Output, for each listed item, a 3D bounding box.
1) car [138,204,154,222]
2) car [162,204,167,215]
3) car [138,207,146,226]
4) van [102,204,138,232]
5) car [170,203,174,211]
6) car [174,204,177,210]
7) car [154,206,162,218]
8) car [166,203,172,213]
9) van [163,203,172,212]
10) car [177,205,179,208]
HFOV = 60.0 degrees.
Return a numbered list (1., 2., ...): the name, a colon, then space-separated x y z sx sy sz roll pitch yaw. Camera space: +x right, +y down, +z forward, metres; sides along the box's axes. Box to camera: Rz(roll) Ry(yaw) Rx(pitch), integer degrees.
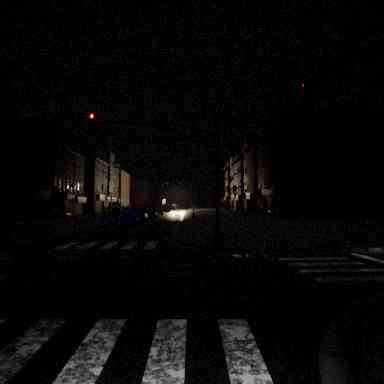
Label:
1. car: -5.417 2.120 32.749 2.192 1.841 5.009 2 -2 0
2. car: -5.483 3.035 53.893 1.802 1.307 4.206 2 -2 0
3. car: -5.411 2.211 27.760 2.008 1.369 4.403 2 -2 0
4. van: -5.396 1.905 24.447 1.690 1.788 3.998 2 -2 0
5. car: -5.523 3.418 69.760 1.967 1.590 4.097 1 -2 0
6. car: -5.569 4.085 85.618 2.008 1.369 4.403 1 -2 0
7. car: -5.453 2.666 43.318 1.887 1.381 4.507 2 -2 0
8. car: -5.511 3.344 64.469 1.887 1.381 4.507 1 -2 0
9. van: -5.536 3.501 75.050 1.690 1.788 3.998 1 -2 0
10. car: -5.579 4.041 90.912 2.192 1.841 5.009 1 -2 0
